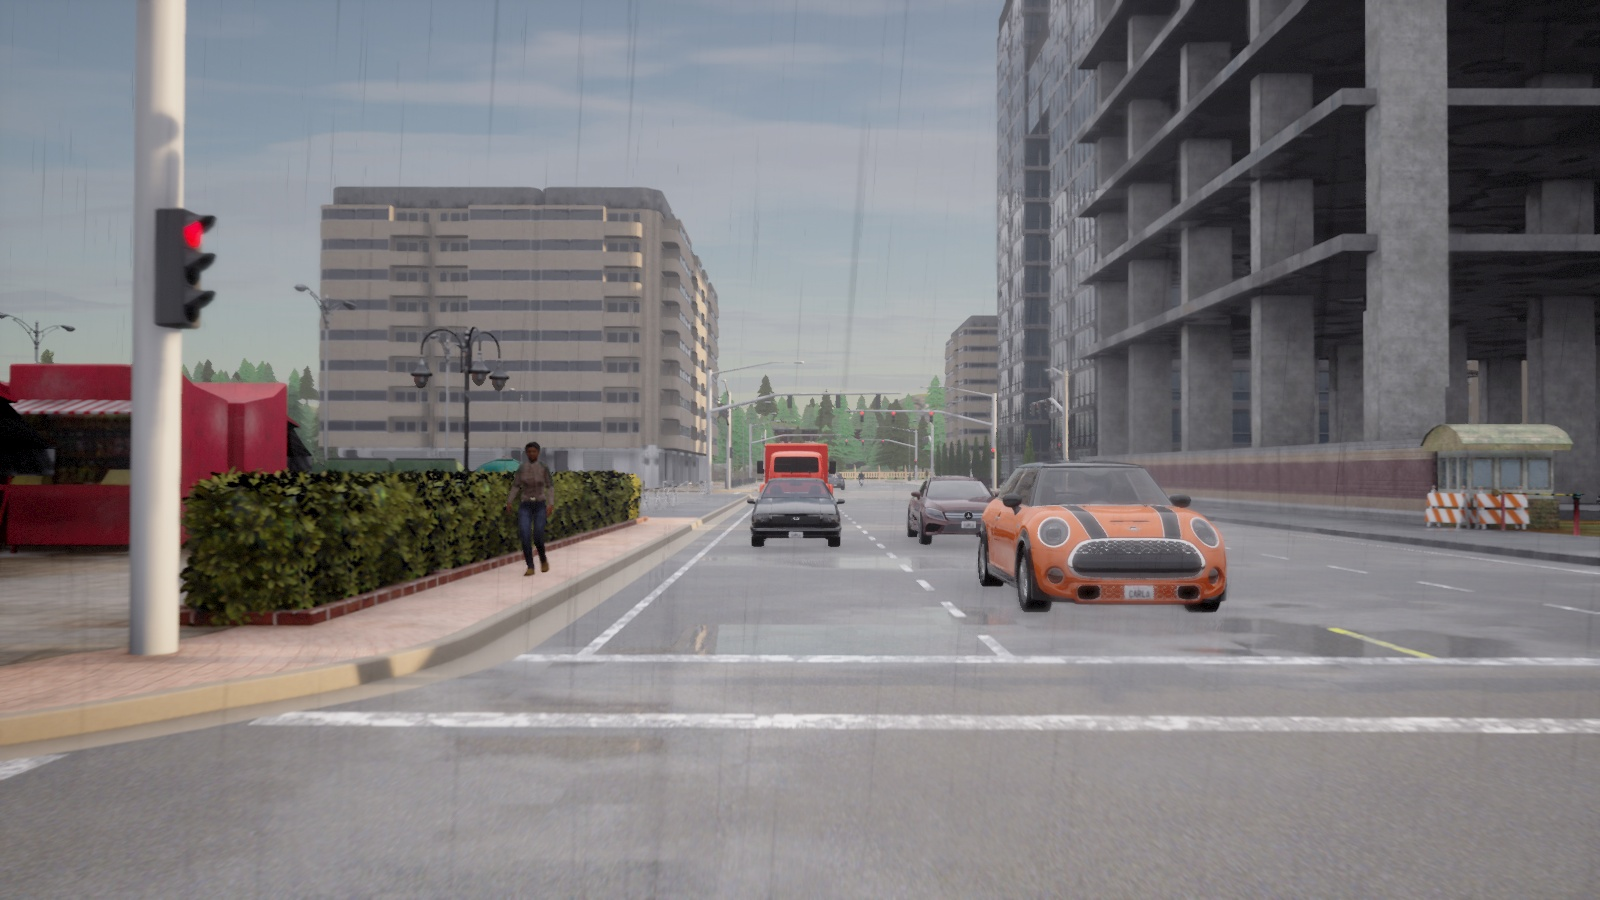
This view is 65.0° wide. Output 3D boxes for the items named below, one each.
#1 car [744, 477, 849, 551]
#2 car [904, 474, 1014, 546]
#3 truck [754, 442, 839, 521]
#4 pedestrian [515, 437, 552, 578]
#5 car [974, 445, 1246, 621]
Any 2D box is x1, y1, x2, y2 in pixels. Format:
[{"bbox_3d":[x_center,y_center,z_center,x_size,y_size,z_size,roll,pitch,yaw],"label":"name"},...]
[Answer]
[{"bbox_3d":[-0.075,1.297,27.017,2.033,1.411,5.357,0,-1,0],"label":"car"},{"bbox_3d":[3.423,1.269,27.790,1.812,1.442,4.674,0,-1,0],"label":"car"},{"bbox_3d":[-0.117,1.024,41.939,2.627,2.467,5.204,0,-1,0],"label":"truck"},{"bbox_3d":[-3.492,0.738,16.495,0.328,1.805,0.869,0,-1,-2],"label":"pedestrian"},{"bbox_3d":[3.456,0.878,15.003,2.097,1.767,4.553,0,-1,0],"label":"car"}]
